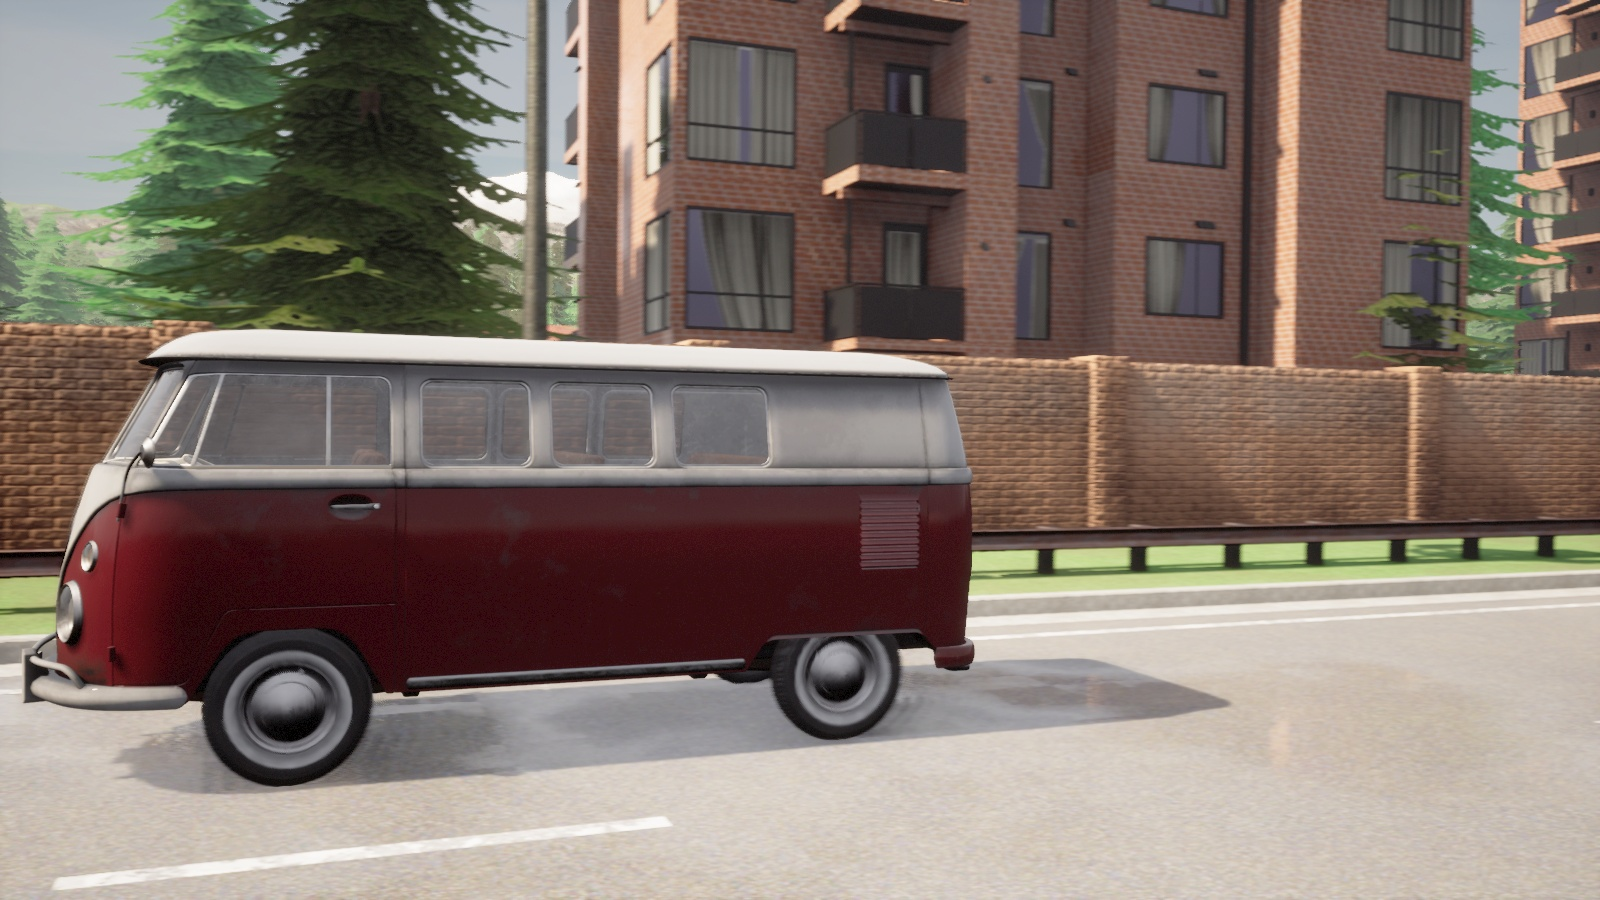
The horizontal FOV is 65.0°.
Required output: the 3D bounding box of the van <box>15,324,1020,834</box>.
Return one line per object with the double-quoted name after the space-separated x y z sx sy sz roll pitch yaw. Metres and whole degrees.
-1.268 0.459 6.499 4.442 1.987 1.775 -1 1 -21 "van"
